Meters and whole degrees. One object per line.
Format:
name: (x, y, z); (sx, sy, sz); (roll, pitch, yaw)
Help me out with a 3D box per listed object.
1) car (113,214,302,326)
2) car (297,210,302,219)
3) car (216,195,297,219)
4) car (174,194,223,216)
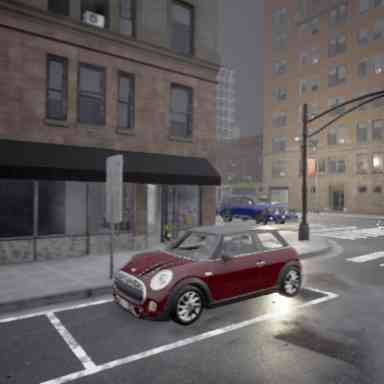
car: (0.433, 1.470, 7.067); (4.097, 1.590, 1.967); (0, 0, -36)
car: (6.417, 1.543, 26.229); (2.128, 1.511, 4.902); (1, 0, -36)
car: (4.285, 1.229, 23.638); (2.150, 2.045, 5.566); (1, 0, -36)
car: (0.537, 1.234, 34.378); (2.150, 2.045, 5.566); (1, 0, -36)
